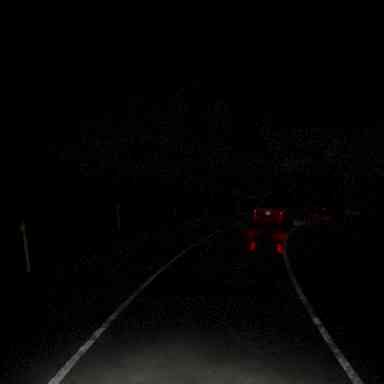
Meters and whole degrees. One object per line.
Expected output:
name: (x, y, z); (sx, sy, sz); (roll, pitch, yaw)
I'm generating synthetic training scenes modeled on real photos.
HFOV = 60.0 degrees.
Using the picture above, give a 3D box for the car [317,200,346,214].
car: (15.642, 1.611, 37.175); (1.812, 1.442, 4.674); (5, 3, 43)

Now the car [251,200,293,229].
car: (5.466, 1.325, 22.136); (2.097, 1.767, 4.553); (3, 1, 24)
